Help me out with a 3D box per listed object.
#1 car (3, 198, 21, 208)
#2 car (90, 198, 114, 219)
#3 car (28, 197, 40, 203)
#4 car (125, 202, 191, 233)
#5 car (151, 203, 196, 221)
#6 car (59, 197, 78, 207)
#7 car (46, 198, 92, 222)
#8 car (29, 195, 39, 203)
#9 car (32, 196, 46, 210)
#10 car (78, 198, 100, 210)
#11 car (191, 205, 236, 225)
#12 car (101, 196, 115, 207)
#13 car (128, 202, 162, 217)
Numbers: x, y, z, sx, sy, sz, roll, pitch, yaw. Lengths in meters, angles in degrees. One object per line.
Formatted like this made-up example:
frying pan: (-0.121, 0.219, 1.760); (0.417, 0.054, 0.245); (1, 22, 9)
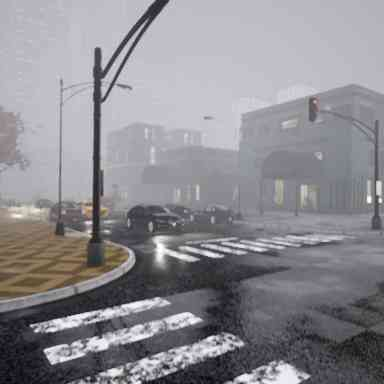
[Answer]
car: (-28.171, 1.702, 52.565); (1.752, 1.417, 4.829); (0, 0, -35)
car: (-9.000, 1.539, 29.423); (1.882, 1.535, 5.008); (1, -1, -35)
car: (-40.331, 1.972, 84.862); (2.008, 1.369, 4.403); (0, 0, -35)
car: (-2.348, 1.512, 19.802); (1.837, 1.490, 4.892); (1, -1, -35)
car: (-1.715, 1.666, 29.290); (1.947, 1.339, 4.313); (0, 0, -35)
car: (-21.378, 1.701, 57.476); (1.967, 1.590, 4.097); (0, 0, -35)
car: (-9.421, 1.459, 25.245); (1.967, 1.590, 4.097); (0, 0, -35)
car: (-37.172, 1.709, 80.299); (2.192, 1.841, 5.009); (0, 0, -35)
car: (-20.246, 1.632, 45.800); (1.882, 1.535, 5.008); (1, -1, -34)
car: (-15.019, 1.648, 48.377); (1.967, 1.590, 4.097); (0, 0, -35)
car: (1.405, 1.625, 24.782); (2.008, 1.369, 4.403); (0, 0, -35)
car: (-11.833, 1.497, 43.832); (2.192, 1.841, 5.009); (0, 0, -35)
car: (-4.834, 1.707, 33.796); (1.802, 1.307, 4.206); (0, 0, -35)
